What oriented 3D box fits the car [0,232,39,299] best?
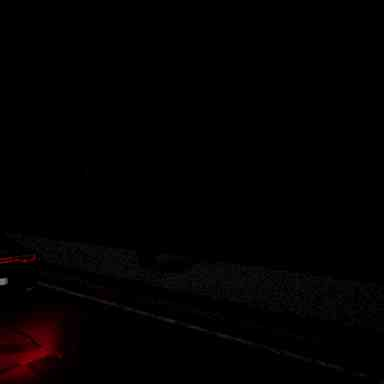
[{"bbox_3d":[-5.511,1.502,7.570,5.008,1.535,1.882,0,0,36],"label":"car"}]
